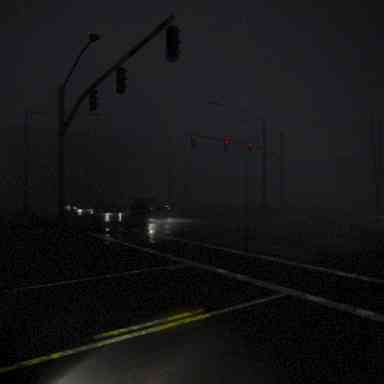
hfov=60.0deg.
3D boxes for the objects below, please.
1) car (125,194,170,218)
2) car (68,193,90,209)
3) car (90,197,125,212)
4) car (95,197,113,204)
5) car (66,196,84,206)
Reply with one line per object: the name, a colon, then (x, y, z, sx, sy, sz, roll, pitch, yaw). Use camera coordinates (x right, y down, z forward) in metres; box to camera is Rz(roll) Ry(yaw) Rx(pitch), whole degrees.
car: (-3.863, 1.347, 30.134, 2.097, 1.767, 4.553, 0, 0, -36)
car: (-15.595, 1.217, 46.625, 2.150, 2.045, 5.566, 0, 0, -33)
car: (-9.854, 1.522, 38.436, 1.812, 1.442, 4.674, 0, 0, -36)
car: (-16.517, 1.594, 62.604, 1.895, 1.301, 4.718, 0, 0, 3)
car: (-19.630, 1.487, 56.014, 2.128, 1.511, 4.902, 0, 0, -10)
